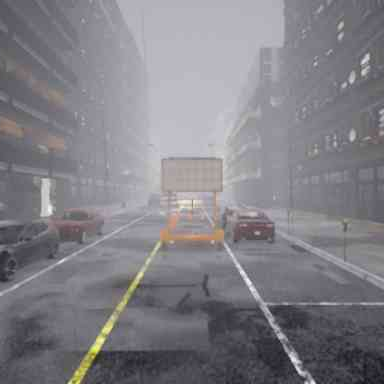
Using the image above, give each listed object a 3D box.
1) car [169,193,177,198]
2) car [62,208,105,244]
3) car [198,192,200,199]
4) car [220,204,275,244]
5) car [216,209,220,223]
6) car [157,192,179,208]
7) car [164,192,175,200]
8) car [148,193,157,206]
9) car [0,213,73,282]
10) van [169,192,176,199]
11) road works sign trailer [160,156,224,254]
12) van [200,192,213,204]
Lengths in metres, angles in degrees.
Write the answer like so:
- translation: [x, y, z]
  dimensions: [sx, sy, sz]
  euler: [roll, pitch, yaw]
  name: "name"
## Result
- translation: [-5.287, 1.079, 94.710]
  dimensions: [2.008, 1.369, 4.403]
  euler: [1, 0, 0]
  name: "car"
- translation: [-5.303, 1.468, 15.319]
  dimensions: [1.887, 1.381, 4.507]
  euler: [1, 0, 0]
  name: "car"
- translation: [2.595, 0.870, 89.066]
  dimensions: [2.192, 1.841, 5.009]
  euler: [1, 0, 0]
  name: "car"
- translation: [2.578, 1.467, 15.347]
  dimensions: [1.887, 1.381, 4.507]
  euler: [1, 0, 0]
  name: "car"
- translation: [2.579, 1.445, 21.018]
  dimensions: [2.008, 1.369, 4.403]
  euler: [1, 0, 0]
  name: "car"
- translation: [-2.836, 1.006, 42.966]
  dimensions: [2.150, 2.045, 5.566]
  euler: [0, 0, 0]
  name: "car"
- translation: [-5.287, 0.927, 77.696]
  dimensions: [2.192, 1.841, 5.009]
  euler: [1, 0, 0]
  name: "car"
- translation: [-5.293, 1.068, 49.342]
  dimensions: [2.192, 1.841, 5.009]
  euler: [1, 0, 0]
  name: "car"
- translation: [-5.304, 1.518, 9.648]
  dimensions: [1.947, 1.339, 4.313]
  euler: [1, 0, 0]
  name: "car"
- translation: [-5.285, 0.897, 89.038]
  dimensions: [1.690, 1.788, 3.998]
  euler: [1, 0, 0]
  name: "van"
- translation: [0.007, 0.398, 13.189]
  dimensions: [2.380, 3.560, 2.880]
  euler: [0, 0, 0]
  name: "road works sign trailer"
- translation: [2.588, 1.065, 55.042]
  dimensions: [1.690, 1.788, 3.998]
  euler: [1, 0, 0]
  name: "van"
